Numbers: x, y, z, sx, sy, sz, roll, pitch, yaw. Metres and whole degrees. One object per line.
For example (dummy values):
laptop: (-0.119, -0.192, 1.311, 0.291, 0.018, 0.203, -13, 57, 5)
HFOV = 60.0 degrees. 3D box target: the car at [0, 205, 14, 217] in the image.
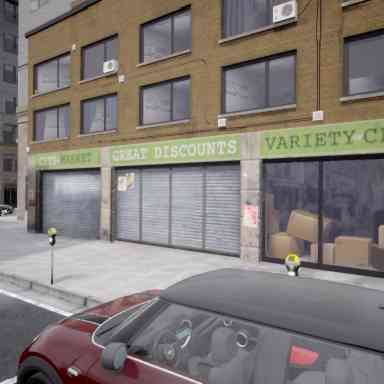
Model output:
car: (-17.373, 1.401, 27.429, 1.837, 1.490, 4.892, 1, 1, 37)

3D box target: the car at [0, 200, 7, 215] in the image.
car: (-19.421, 1.458, 29.770, 1.895, 1.301, 4.718, 1, 1, 34)

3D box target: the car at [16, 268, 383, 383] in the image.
car: (0.247, 1.440, 2.889, 4.097, 1.590, 1.967, 0, 1, 35)
